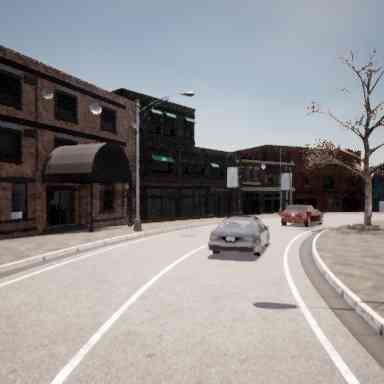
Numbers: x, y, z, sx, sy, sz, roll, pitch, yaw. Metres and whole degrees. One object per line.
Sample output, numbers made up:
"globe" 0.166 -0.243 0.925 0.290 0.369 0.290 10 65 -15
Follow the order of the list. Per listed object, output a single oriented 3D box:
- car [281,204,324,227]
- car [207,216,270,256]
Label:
"car" 8.844 1.758 26.444 2.097 1.767 4.553 0 -1 38
"car" 2.106 1.704 13.842 2.033 1.411 5.357 0 -1 18
